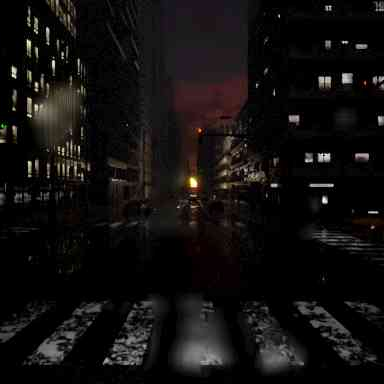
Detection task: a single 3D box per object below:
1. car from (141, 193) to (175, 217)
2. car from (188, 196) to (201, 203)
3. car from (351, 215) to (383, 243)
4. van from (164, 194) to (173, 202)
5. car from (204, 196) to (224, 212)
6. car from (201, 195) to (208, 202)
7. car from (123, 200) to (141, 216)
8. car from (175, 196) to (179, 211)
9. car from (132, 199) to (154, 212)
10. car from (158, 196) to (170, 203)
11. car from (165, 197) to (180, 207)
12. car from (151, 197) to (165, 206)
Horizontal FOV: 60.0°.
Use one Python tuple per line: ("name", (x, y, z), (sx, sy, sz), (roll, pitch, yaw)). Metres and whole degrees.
("car", (-3.037, 1.213, 31.163), (2.150, 2.045, 5.566), (0, 0, 0))
("car", (0.211, 1.488, 70.975), (2.128, 1.511, 4.902), (0, 0, 0))
("car", (10.268, 1.544, 15.768), (5.008, 1.535, 1.882), (1, 1, 3))
("van", (-5.537, 1.323, 78.270), (1.690, 1.788, 3.998), (-1, 0, 0))
("car", (2.759, 1.540, 38.669), (2.008, 1.369, 4.403), (-1, 0, 0))
("car", (2.832, 1.423, 72.597), (1.967, 1.590, 4.097), (-1, 0, 0))
("car", (-5.634, 1.516, 32.863), (1.752, 1.417, 4.829), (-1, 0, 0))
("car", (-3.006, 1.210, 41.642), (2.150, 2.045, 5.566), (0, 0, 0))
("car", (-5.621, 1.555, 38.687), (1.947, 1.339, 4.313), (-1, 0, 0))
("car", (-5.559, 1.529, 66.960), (1.887, 1.381, 4.507), (-1, 0, 0))
("car", (-2.976, 1.534, 52.186), (2.033, 1.411, 5.357), (0, 0, 0))
("car", (-5.584, 1.531, 55.651), (1.887, 1.381, 4.507), (-1, 0, 0))
